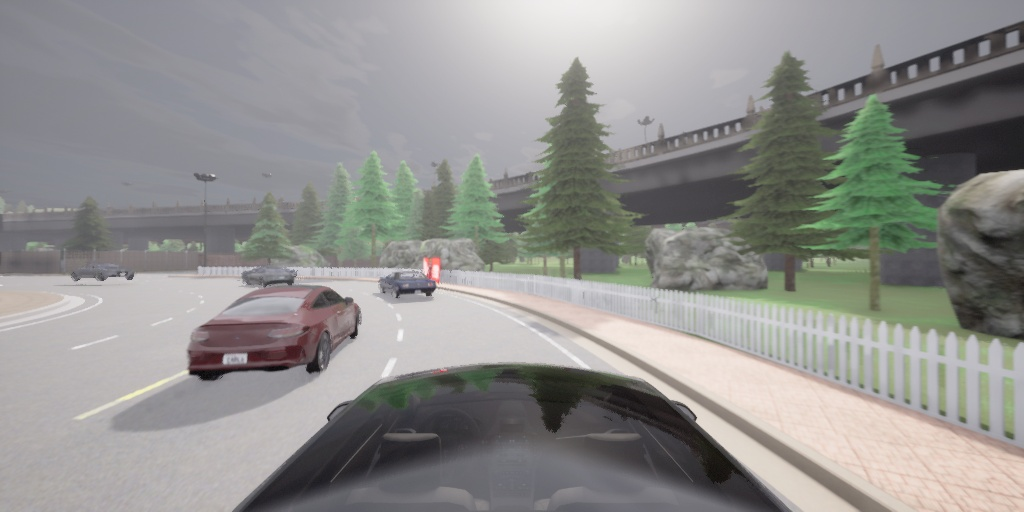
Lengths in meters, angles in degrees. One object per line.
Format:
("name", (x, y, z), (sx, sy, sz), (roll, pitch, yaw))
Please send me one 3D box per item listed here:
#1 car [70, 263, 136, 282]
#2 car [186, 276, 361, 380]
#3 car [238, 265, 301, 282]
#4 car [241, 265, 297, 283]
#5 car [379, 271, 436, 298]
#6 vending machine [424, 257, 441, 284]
("car", (-32.244, 1.221, 28.316), (4.181, 1.385, 1.994), (0, 0, 12))
("car", (-4.448, 1.322, 7.389), (1.812, 1.442, 4.674), (0, 0, -12))
("car", (-21.981, 1.538, 32.477), (5.357, 1.411, 2.033), (0, 0, 22))
("car", (-17.967, 1.509, 26.504), (4.181, 1.385, 1.994), (0, 0, 34))
("car", (-5.756, 1.459, 19.270), (1.895, 1.301, 4.718), (0, 0, -32))
("vending machine", (-5.799, 1.087, 26.087), (1.100, 2.100, 0.880), (0, 0, -42))
